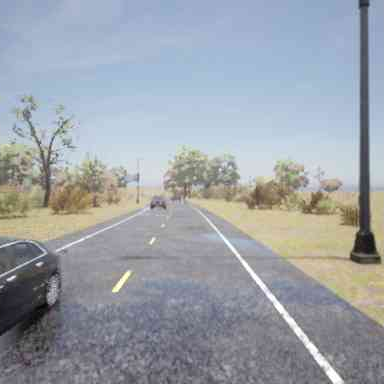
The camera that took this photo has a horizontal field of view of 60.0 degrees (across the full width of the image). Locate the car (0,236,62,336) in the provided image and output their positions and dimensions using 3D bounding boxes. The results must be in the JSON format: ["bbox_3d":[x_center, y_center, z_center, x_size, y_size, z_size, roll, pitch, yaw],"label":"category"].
[{"bbox_3d":[-3.630,1.533,5.142,1.837,1.490,4.892,0,0,0],"label":"car"}]

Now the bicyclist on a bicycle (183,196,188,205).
[{"bbox_3d":[-1.078,1.724,63.069,0.866,1.612,1.509,0,-1,-4],"label":"bicyclist on a bicycle"}]

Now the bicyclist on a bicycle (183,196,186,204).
[{"bbox_3d":[-1.654,1.692,71.556,0.659,1.776,1.843,0,-1,-4],"label":"bicyclist on a bicycle"}]

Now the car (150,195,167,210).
[{"bbox_3d":[-4.766,1.451,47.671,2.150,2.045,5.566,0,0,-3],"label":"car"}]

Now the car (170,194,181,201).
[{"bbox_3d":[-4.138,1.485,90.336,2.150,2.045,5.566,0,0,-5],"label":"car"}]
